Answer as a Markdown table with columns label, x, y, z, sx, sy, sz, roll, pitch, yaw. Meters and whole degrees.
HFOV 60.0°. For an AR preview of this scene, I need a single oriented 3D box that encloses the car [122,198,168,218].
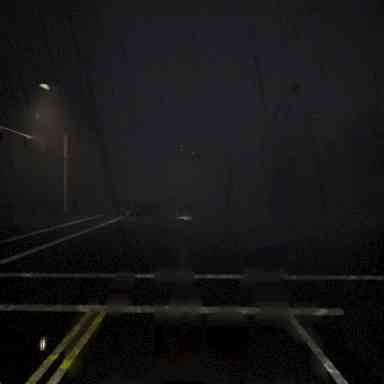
| label | x | y | z | sx | sy | sz | roll | pitch | yaw |
| --- | --- | --- | --- | --- | --- | --- | --- | --- | --- |
| car | -4.352 | 1.469 | 29.744 | 2.128 | 1.511 | 4.902 | 1 | 1 | 23 |

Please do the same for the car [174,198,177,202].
| label | x | y | z | sx | sy | sz | roll | pitch | yaw |
| --- | --- | --- | --- | --- | --- | --- | --- | --- | --- |
| car | -3.502 | 1.222 | 55.195 | 1.994 | 1.385 | 4.181 | 0 | 0 | 0 |
